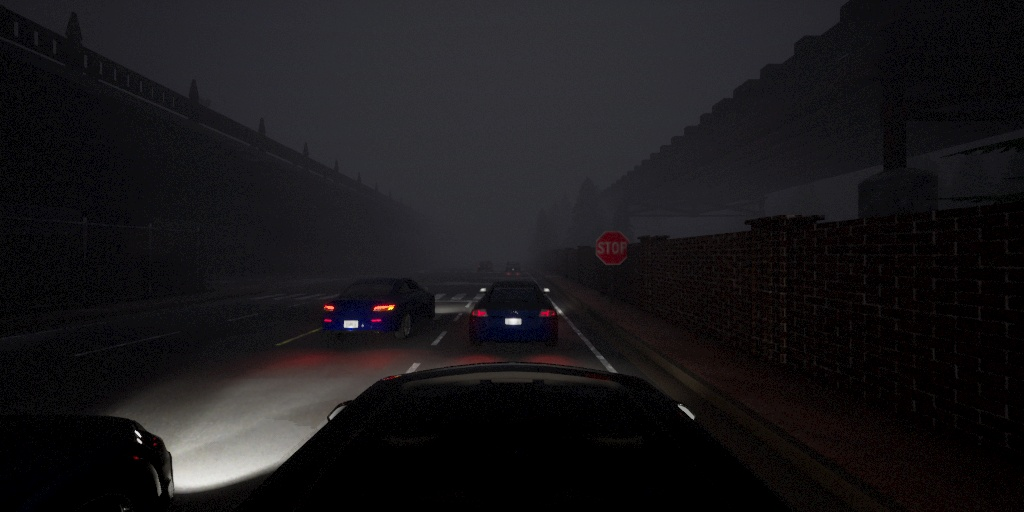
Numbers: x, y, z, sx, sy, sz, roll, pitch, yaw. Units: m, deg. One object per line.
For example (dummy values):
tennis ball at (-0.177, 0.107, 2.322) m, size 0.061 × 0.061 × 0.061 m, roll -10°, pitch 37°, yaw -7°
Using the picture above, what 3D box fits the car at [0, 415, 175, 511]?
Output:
car at (-3.399, 1.314, 0.791) m, size 1.994 × 1.385 × 4.181 m, roll 0°, pitch 0°, yaw 0°

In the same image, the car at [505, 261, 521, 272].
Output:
car at (0.111, 1.351, 46.174) m, size 1.895 × 1.301 × 4.718 m, roll 0°, pitch 0°, yaw -1°

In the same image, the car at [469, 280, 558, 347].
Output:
car at (0.071, 1.314, 9.364) m, size 1.994 × 1.385 × 4.181 m, roll 0°, pitch 0°, yaw 1°

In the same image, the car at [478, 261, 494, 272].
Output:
car at (-3.384, 1.297, 46.001) m, size 2.033 × 1.411 × 5.357 m, roll 0°, pitch 0°, yaw -1°

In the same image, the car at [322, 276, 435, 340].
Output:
car at (-3.411, 1.276, 9.887) m, size 1.812 × 1.442 × 4.674 m, roll 0°, pitch 0°, yaw 0°
